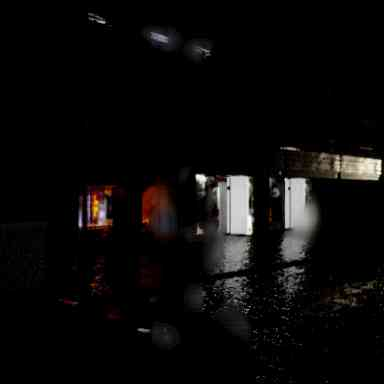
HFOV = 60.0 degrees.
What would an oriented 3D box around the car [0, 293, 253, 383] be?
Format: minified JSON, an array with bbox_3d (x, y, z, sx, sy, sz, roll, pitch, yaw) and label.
[{"bbox_3d":[-1.835,1.473,1.754,5.008,1.535,1.882,1,-1,-35],"label":"car"}]
